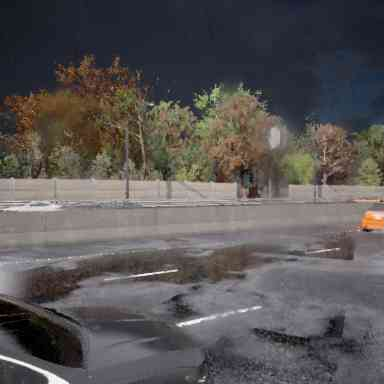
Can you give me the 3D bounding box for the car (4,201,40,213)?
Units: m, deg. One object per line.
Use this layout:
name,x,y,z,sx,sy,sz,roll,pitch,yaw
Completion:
car,-13.418,1.526,28.428,4.674,1.442,1.812,0,0,-30

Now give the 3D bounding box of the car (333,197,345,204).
car,23.107,1.487,49.604,5.008,1.535,1.882,0,0,-30

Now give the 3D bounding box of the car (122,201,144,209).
car,-6.505,1.492,28.372,4.902,1.511,2.128,0,0,-30

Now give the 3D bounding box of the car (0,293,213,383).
car,-2.111,1.504,2.369,4.892,1.490,1.837,0,0,-30

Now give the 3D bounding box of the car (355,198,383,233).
car,11.532,1.352,18.379,4.553,1.767,2.097,0,0,-30

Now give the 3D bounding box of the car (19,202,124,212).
car,-7.152,1.547,19.905,5.357,1.411,2.033,0,0,-30

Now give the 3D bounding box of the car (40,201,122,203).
car,-7.844,1.491,23.552,4.902,1.511,2.128,0,0,-30

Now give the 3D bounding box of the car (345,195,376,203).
car,23.825,1.360,45.976,4.553,1.767,2.097,0,0,-30
